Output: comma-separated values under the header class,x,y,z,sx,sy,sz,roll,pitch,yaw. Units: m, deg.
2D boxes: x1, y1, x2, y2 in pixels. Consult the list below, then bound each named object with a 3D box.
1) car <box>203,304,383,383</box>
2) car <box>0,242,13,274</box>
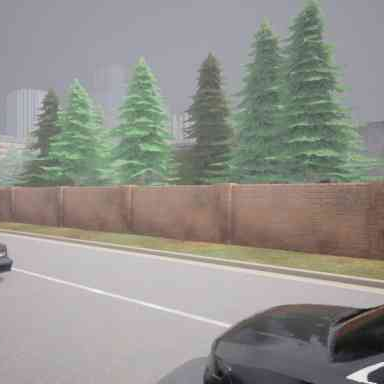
class,x,y,z,sx,sy,sz,roll,pitch,yaw
car,2.358,1.504,2.314,4.892,1.490,1.837,0,0,35
car,-6.974,1.547,8.951,5.357,1.411,2.033,0,0,34
